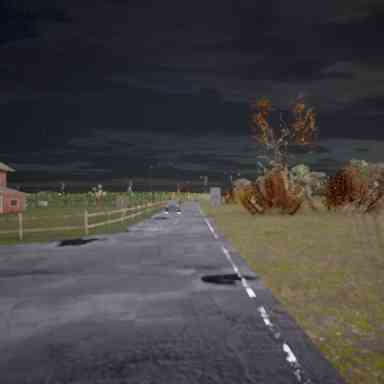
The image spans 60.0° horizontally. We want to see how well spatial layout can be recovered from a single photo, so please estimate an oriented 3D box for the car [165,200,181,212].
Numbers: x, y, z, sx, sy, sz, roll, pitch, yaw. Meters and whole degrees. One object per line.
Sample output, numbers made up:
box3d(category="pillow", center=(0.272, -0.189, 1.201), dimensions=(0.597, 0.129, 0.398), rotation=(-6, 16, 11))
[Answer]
box3d(category="car", center=(-2.773, 1.991, 49.284), dimensions=(2.097, 1.767, 4.553), rotation=(1, -1, 0))
